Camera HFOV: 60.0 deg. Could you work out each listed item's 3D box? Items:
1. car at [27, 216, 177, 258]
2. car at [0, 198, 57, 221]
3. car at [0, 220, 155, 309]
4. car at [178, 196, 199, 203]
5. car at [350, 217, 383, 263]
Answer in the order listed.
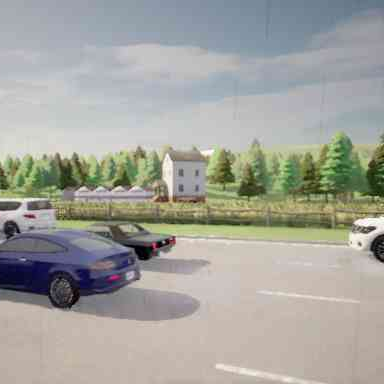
[{"bbox_3d":[-3.028,1.677,11.370,4.718,1.301,1.895,0,0,21],"label":"car"},{"bbox_3d":[-9.858,1.356,17.748,5.566,2.045,2.150,0,0,21],"label":"car"},{"bbox_3d":[-3.429,1.582,7.775,4.674,1.442,1.812,0,0,21],"label":"car"},{"bbox_3d":[-0.925,1.638,72.202,4.605,1.855,1.932,0,0,21],"label":"car"},{"bbox_3d":[8.213,1.261,10.805,5.566,2.045,2.150,0,0,21],"label":"car"}]
